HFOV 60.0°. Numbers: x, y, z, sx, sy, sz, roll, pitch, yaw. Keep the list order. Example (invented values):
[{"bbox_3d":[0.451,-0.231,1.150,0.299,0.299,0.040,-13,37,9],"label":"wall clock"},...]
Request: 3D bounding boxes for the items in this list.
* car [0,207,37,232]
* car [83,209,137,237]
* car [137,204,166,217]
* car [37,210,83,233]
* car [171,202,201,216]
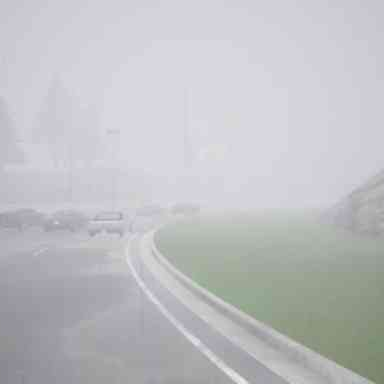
[{"bbox_3d":[-11.526,1.808,22.514,1.837,1.490,4.892,-1,-1,2],"label":"car"},{"bbox_3d":[-4.708,1.840,19.741,1.895,1.301,4.718,0,-1,-2],"label":"car"},{"bbox_3d":[-4.535,1.991,37.070,1.994,1.385,4.181,-1,-1,23],"label":"car"},{"bbox_3d":[-8.070,1.843,21.923,1.994,1.385,4.181,0,-1,1],"label":"car"},{"bbox_3d":[-0.581,1.916,37.391,1.837,1.490,4.892,-1,0,25],"label":"car"}]
